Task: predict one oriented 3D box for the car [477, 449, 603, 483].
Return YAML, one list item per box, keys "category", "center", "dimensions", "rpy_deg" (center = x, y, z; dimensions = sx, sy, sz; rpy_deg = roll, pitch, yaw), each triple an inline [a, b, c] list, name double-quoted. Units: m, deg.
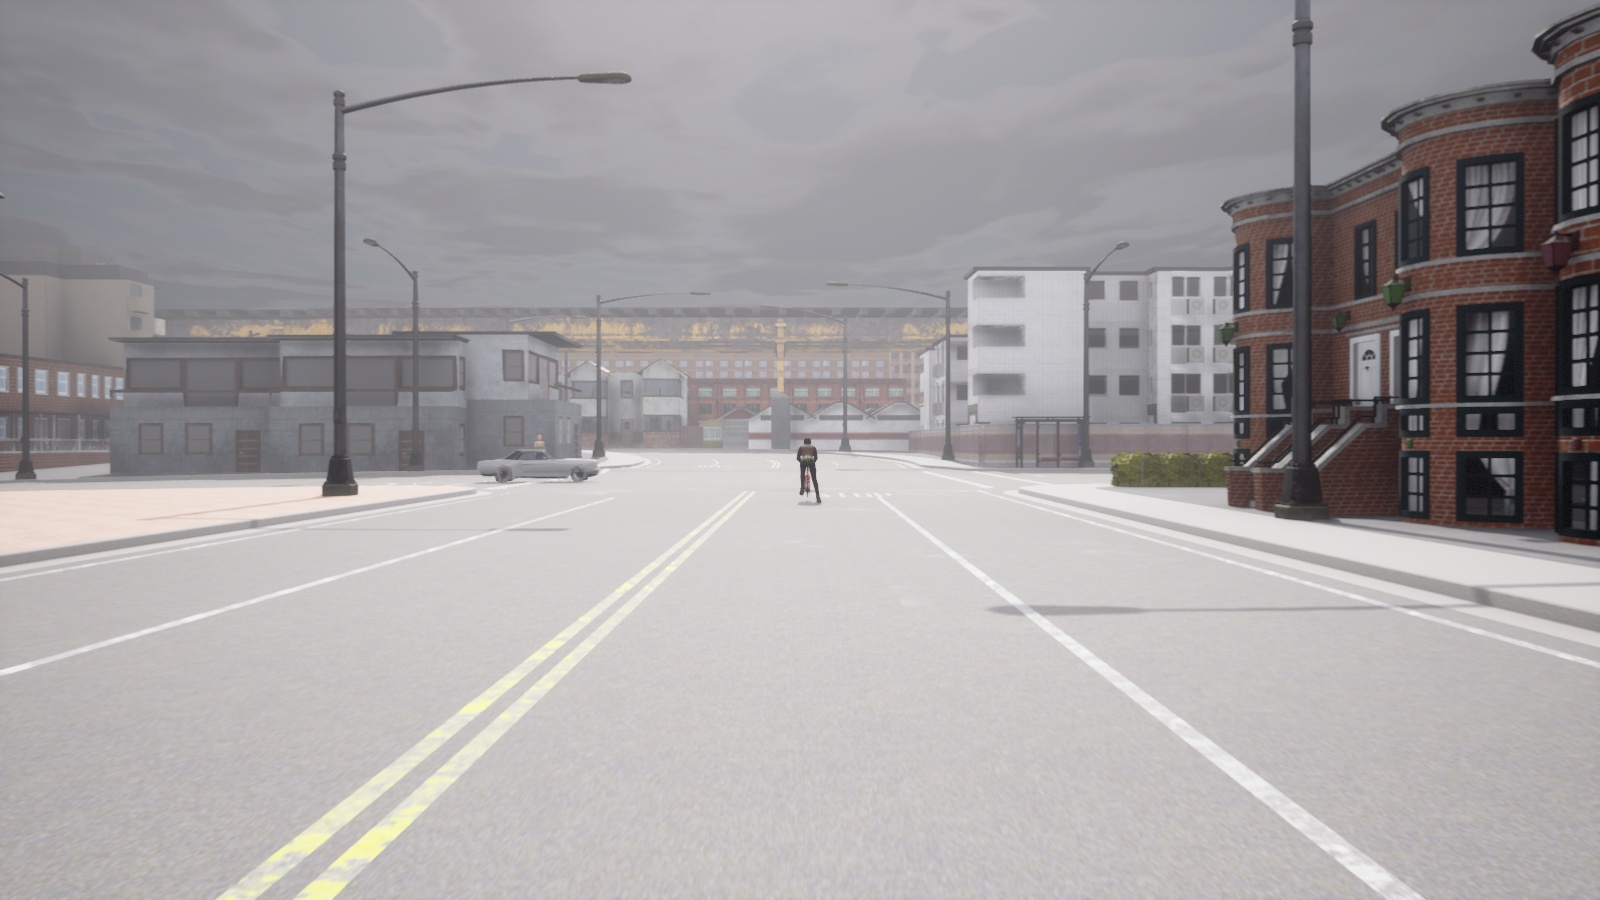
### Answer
- category: "car"
  center: [-10.165, 0.607, 49.412]
  dimensions: [4.718, 1.301, 1.895]
  rpy_deg: [0, 0, -7]
